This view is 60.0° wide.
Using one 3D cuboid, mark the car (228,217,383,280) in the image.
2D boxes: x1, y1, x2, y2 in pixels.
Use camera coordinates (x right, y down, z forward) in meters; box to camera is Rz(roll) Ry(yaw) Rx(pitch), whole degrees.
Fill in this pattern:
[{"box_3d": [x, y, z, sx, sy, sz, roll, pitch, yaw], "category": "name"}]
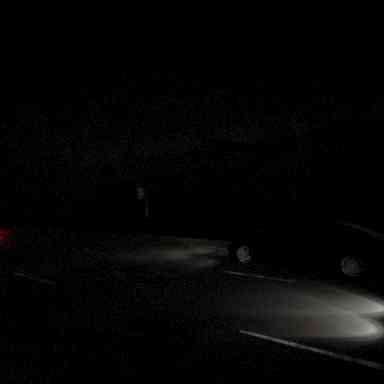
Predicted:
[{"box_3d": [3.471, 1.515, 10.111, 5.008, 1.535, 1.882, -1, 0, 36], "category": "car"}]
